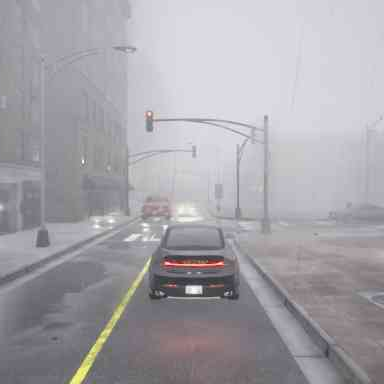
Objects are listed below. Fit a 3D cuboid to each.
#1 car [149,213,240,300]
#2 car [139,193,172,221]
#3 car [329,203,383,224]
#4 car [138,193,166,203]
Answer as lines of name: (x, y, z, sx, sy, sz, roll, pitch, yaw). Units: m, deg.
car: (0.060, 1.505, 8.385, 1.837, 1.490, 4.892, 0, 0, 1)
car: (-2.833, 1.229, 27.804, 2.150, 2.045, 5.566, 0, 0, 0)
car: (12.067, 1.515, 23.772, 4.181, 1.385, 1.994, 0, 0, 0)
car: (-8.384, 1.295, 70.057, 5.566, 2.045, 2.150, 0, 0, 9)
